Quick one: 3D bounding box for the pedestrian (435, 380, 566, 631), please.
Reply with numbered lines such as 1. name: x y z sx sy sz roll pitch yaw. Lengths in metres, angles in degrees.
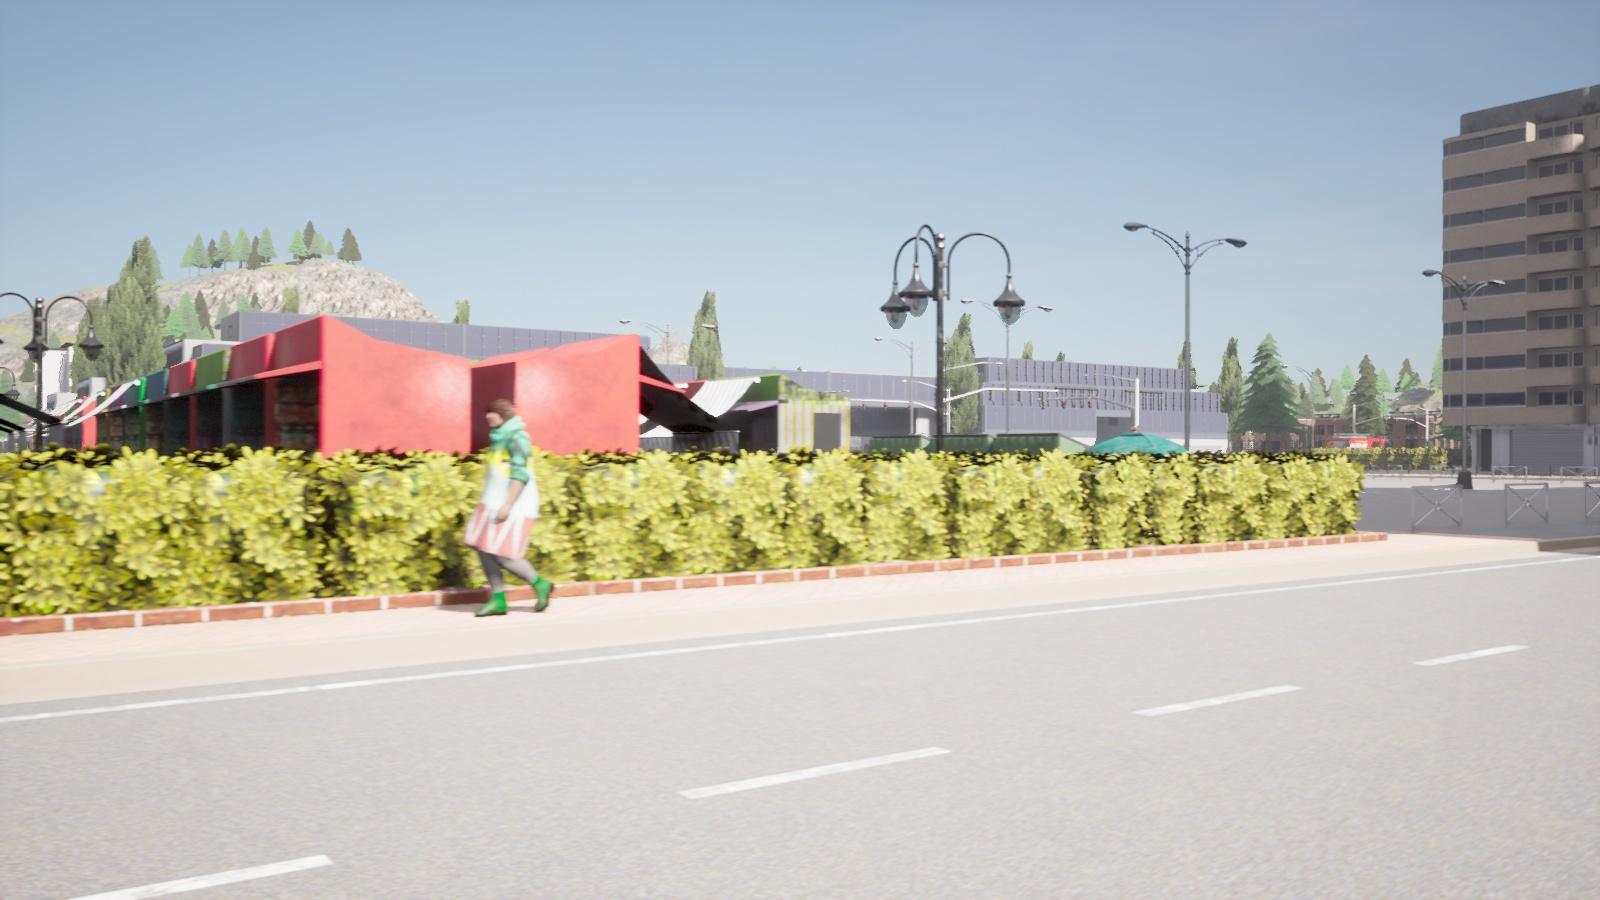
1. pedestrian: -2.457 0.430 10.291 0.873 1.952 0.659 0 0 -34
